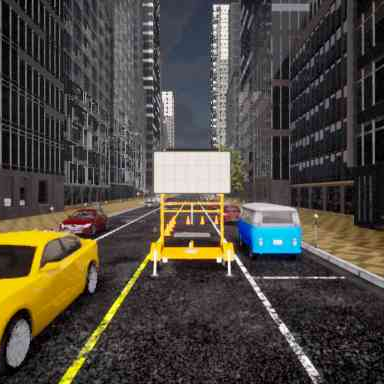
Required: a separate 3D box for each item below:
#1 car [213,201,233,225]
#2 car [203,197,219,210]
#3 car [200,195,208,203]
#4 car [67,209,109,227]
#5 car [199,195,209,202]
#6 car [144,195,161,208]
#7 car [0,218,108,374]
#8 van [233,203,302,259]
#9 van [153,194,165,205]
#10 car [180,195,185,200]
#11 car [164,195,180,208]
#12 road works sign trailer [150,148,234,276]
[{"bbox_3d":[2.698,1.576,23.671,1.802,1.307,4.206,0,0,0],"label":"car"},{"bbox_3d":[2.704,1.572,40.749,1.802,1.307,4.206,0,0,0],"label":"car"},{"bbox_3d":[2.708,1.532,52.134,2.008,1.369,4.403,0,0,0],"label":"car"},{"bbox_3d":[-5.685,1.578,17.985,1.802,1.307,4.206,0,0,0],"label":"car"},{"bbox_3d":[2.716,1.384,74.904,1.967,1.590,4.097,0,0,0],"label":"car"},{"bbox_3d":[-5.675,1.538,46.448,2.008,1.369,4.403,0,0,0],"label":"car"},{"bbox_3d":[-3.097,1.476,5.805,1.882,1.535,5.008,0,0,0],"label":"car"},{"bbox_3d":[2.694,1.338,12.287,1.690,1.788,3.998,0,0,0],"label":"van"},{"bbox_3d":[-5.670,1.316,57.833,1.690,1.788,3.998,0,0,0],"label":"van"},{"bbox_3d":[-2.971,1.434,90.307,2.033,1.411,5.357,0,0,0],"label":"car"},{"bbox_3d":[-3.082,1.511,47.749,1.812,1.442,4.674,0,0,0],"label":"car"},{"bbox_3d":[0.003,0.462,10.307,2.380,3.560,2.880,0,0,0],"label":"road works sign trailer"}]
